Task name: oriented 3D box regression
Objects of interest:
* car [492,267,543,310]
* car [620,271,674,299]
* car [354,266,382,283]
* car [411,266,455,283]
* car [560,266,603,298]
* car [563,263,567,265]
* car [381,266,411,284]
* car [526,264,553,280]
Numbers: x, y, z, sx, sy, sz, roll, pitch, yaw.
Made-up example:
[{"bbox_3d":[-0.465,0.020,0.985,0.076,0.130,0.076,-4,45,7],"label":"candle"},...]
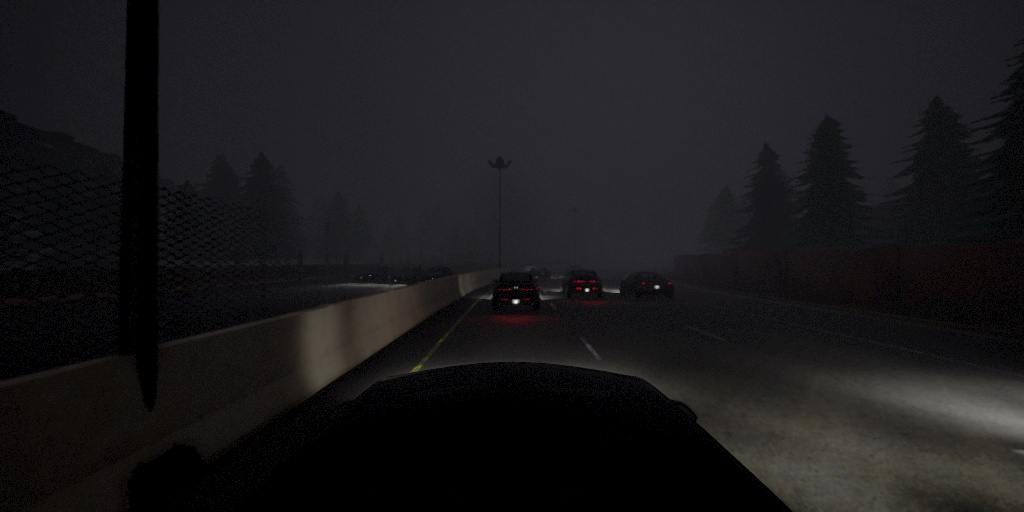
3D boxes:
[{"bbox_3d":[0.198,1.429,15.611,1.837,1.490,4.892,0,0,1],"label":"car"},{"bbox_3d":[7.408,1.545,20.050,1.994,1.385,4.181,0,-1,3],"label":"car"},{"bbox_3d":[-12.426,1.637,32.824,1.837,1.490,4.892,-1,-1,10],"label":"car"},{"bbox_3d":[-5.981,1.589,28.728,1.837,1.490,4.892,-1,-1,8],"label":"car"},{"bbox_3d":[3.931,1.491,20.537,1.837,1.490,4.892,0,-1,3],"label":"car"},{"bbox_3d":[6.665,1.724,37.610,1.812,1.442,4.674,0,-1,14],"label":"car"},{"bbox_3d":[-9.106,1.669,31.895,2.033,1.411,5.357,0,-1,9],"label":"car"},{"bbox_3d":[2.938,1.793,37.242,1.895,1.301,4.718,0,-1,13],"label":"car"}]
